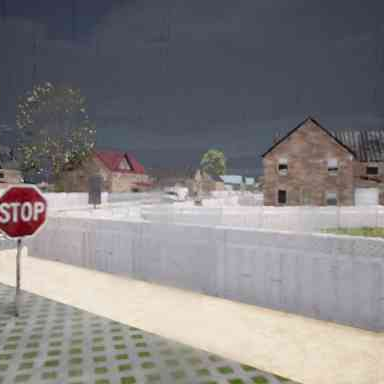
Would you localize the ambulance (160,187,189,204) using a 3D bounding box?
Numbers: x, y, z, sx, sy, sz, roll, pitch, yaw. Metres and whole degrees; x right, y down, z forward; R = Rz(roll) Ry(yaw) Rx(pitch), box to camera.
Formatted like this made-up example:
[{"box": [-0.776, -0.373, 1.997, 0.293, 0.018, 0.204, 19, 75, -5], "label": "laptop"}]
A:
[{"box": [-2.512, 0.595, 47.582, 2.351, 2.431, 6.366, 2, 1, 18], "label": "ambulance"}]
